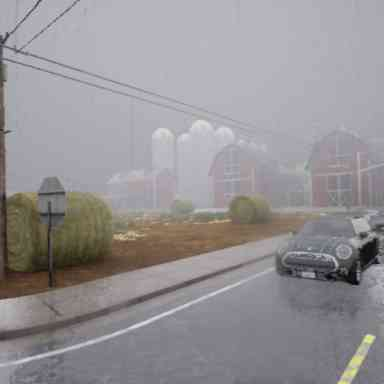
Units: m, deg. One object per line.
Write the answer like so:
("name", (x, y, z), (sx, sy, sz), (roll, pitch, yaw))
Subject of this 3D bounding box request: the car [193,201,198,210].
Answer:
("car", (-0.559, 3.192, 78.704), (3.866, 1.878, 1.905), (-3, 4, -5))

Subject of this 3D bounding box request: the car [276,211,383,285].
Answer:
("car", (4.316, 1.529, 10.253), (2.097, 1.767, 4.553), (-3, -2, 38))
